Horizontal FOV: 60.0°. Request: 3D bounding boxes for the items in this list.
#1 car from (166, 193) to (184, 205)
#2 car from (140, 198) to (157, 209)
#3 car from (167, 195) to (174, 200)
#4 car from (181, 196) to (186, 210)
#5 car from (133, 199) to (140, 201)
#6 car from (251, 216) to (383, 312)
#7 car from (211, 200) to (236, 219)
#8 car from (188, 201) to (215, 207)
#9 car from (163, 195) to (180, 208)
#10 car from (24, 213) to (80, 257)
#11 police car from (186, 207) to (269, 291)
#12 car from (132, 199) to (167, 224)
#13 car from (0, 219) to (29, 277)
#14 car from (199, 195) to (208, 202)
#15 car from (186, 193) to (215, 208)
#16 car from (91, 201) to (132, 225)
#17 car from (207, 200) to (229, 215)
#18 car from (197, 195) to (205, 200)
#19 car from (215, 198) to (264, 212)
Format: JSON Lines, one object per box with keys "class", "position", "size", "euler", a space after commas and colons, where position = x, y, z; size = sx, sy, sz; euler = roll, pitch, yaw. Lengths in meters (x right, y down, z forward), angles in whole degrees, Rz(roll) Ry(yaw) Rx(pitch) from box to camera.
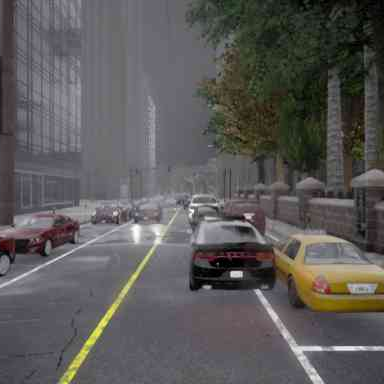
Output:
{"class": "car", "position": [-1.764, 1.350, 54.998], "size": [2.097, 1.767, 4.553], "euler": [1, 0, -38]}
{"class": "car", "position": [-5.884, 1.524, 45.516], "size": [1.752, 1.417, 4.829], "euler": [0, 0, 0]}
{"class": "car", "position": [-6.013, 1.600, 93.969], "size": [1.802, 1.307, 4.206], "euler": [0, 0, 0]}
{"class": "car", "position": [-0.117, 1.524, 43.907], "size": [1.812, 1.442, 4.674], "euler": [0, 0, 0]}
{"class": "car", "position": [-5.841, 1.548, 29.316], "size": [2.008, 1.369, 4.403], "euler": [0, 0, 0]}
{"class": "car", "position": [2.742, 1.523, 7.684], "size": [1.752, 1.417, 4.829], "euler": [0, 0, 0]}
{"class": "car", "position": [2.684, 1.522, 29.511], "size": [1.752, 1.417, 4.829], "euler": [0, 0, 0]}
{"class": "car", "position": [0.849, 1.503, 19.057], "size": [1.837, 1.490, 4.892], "euler": [0, 0, 0]}
{"class": "car", "position": [-3.130, 1.536, 49.047], "size": [1.812, 1.442, 4.674], "euler": [0, 0, 0]}
{"class": "car", "position": [-5.797, 1.542, 12.945], "size": [1.887, 1.381, 4.507], "euler": [0, 0, 0]}
{"class": "police car", "position": [0.876, 1.423, 9.167], "size": [1.930, 1.638, 5.238], "euler": [0, 0, 0]}
{"class": "car", "position": [-3.166, 1.523, 25.128], "size": [1.812, 1.442, 4.674], "euler": [0, 0, 0]}
{"class": "car", "position": [-5.783, 1.542, 7.487], "size": [1.887, 1.381, 4.507], "euler": [0, 0, 0]}
{"class": "car", "position": [2.556, 1.450, 77.679], "size": [1.967, 1.590, 4.097], "euler": [0, 0, 0]}
{"class": "car", "position": [0.834, 1.222, 25.087], "size": [2.150, 2.045, 5.566], "euler": [0, 0, 0]}
{"class": "car", "position": [-5.826, 1.437, 23.859], "size": [1.967, 1.590, 4.097], "euler": [0, 0, 0]}
{"class": "car", "position": [2.670, 1.563, 34.797], "size": [1.947, 1.339, 4.313], "euler": [0, 0, 0]}
{"class": "car", "position": [2.512, 1.569, 93.992], "size": [2.008, 1.369, 4.403], "euler": [0, 0, 0]}
{"class": "car", "position": [2.713, 1.312, 18.428], "size": [2.192, 1.841, 5.009], "euler": [0, 0, 0]}
